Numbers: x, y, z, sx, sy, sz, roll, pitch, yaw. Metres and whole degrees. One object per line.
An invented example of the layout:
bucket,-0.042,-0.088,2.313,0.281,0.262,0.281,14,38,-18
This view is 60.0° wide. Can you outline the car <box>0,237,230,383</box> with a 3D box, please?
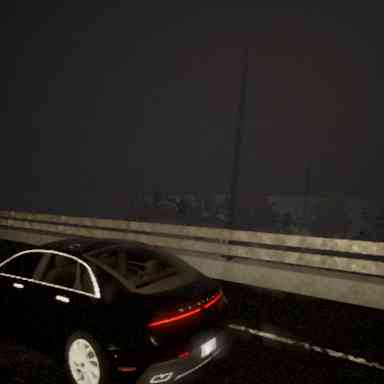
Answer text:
car,-1.781,1.473,5.149,4.892,1.490,1.837,1,0,36
